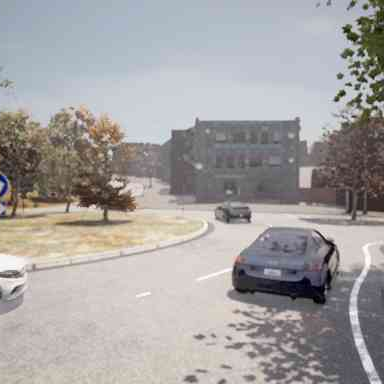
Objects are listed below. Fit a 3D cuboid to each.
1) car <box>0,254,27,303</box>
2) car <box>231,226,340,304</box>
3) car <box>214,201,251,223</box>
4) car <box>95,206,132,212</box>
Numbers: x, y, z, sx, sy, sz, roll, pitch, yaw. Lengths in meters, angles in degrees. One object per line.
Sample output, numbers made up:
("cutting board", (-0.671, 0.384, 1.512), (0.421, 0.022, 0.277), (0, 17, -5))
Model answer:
("car", (-5.550, 1.523, 5.939), (4.674, 1.442, 1.812), (0, 0, -27))
("car", (2.519, 1.560, 8.376), (1.994, 1.385, 4.181), (0, 0, 27))
("car", (3.041, 1.454, 25.542), (2.128, 1.511, 4.902), (0, 0, -9))
("car", (-9.044, 1.366, 38.798), (4.553, 1.767, 2.097), (0, 0, 24))
